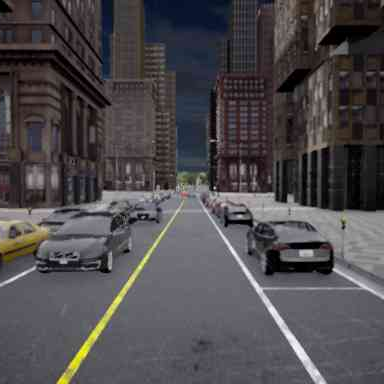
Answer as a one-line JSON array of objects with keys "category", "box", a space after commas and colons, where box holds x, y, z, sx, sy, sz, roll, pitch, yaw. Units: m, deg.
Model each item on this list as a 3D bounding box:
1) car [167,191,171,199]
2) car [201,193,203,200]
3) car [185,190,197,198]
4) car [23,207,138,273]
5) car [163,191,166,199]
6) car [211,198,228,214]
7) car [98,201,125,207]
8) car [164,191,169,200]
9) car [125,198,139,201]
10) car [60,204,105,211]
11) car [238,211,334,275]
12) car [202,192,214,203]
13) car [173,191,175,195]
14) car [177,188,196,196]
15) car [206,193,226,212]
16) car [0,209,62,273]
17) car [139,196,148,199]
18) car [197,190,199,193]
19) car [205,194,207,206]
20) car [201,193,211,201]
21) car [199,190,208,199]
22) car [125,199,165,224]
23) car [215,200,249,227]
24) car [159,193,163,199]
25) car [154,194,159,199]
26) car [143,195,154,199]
[{"category": "car", "box": [-5.805, 0.900, 71.004, 1.887, 1.381, 4.507, 0, 1, 0]}, {"category": "car", "box": [2.730, 1.192, 48.850, 1.802, 1.307, 4.206, -1, 1, 0]}, {"category": "car", "box": [-0.041, 0.745, 78.949, 1.994, 1.385, 4.181, 0, 1, 0]}, {"category": "car", "box": [-3.100, 1.433, 10.468, 1.837, 1.490, 4.892, 0, 0, 0]}, {"category": "car", "box": [-5.798, 1.079, 54.212, 1.752, 1.417, 4.829, -1, 1, 0]}, {"category": "car", "box": [2.740, 1.391, 26.688, 1.802, 1.307, 4.206, -1, 0, 0]}, {"category": "car", "box": [-5.783, 1.378, 20.966, 1.752, 1.417, 4.829, -1, 0, 0]}, {"category": "car", "box": [-5.800, 1.056, 59.924, 1.947, 1.339, 4.313, -1, 1, 0]}, {"category": "car", "box": [-5.785, 1.375, 26.677, 1.947, 1.339, 4.313, -1, 0, 0]}, {"category": "car", "box": [-5.780, 1.458, 15.595, 1.947, 1.339, 4.313, -1, 0, 0]}, {"category": "car", "box": [2.748, 1.497, 10.067, 1.947, 1.339, 4.313, -1, 0, 0]}, {"category": "car", "box": [2.732, 1.105, 43.308, 1.967, 1.590, 4.097, -1, 1, 0]}, {"category": "car", "box": [-5.809, 0.600, 76.541, 2.192, 1.841, 5.009, 0, 1, 0]}, {"category": "car", "box": [-1.649, 0.311, 92.989, 2.097, 1.767, 4.553, -1, 1, -26]}, {"category": "car", "box": [2.736, 1.204, 32.227, 1.967, 1.590, 4.097, -1, 0, 0]}, {"category": "car", "box": [-5.778, 1.458, 9.884, 1.752, 1.417, 4.829, -1, 0, 0]}, {"category": "car", "box": [-5.788, 1.331, 32.218, 1.947, 1.339, 4.313, -1, 0, 0]}, {"category": "car", "box": [2.718, 0.829, 76.550, 1.887, 1.381, 4.507, 0, 1, 0]}, {"category": "car", "box": [2.735, 1.240, 37.938, 1.752, 1.417, 4.829, -1, 1, 0]}, {"category": "car", "box": [2.723, 0.968, 65.471, 1.887, 1.381, 4.507, 0, 1, 0]}, {"category": "car", "box": [2.726, 0.866, 54.387, 2.192, 1.841, 5.009, -1, 1, 0]}, {"category": "car", "box": [-3.093, 1.400, 23.104, 1.994, 1.385, 4.181, 0, 0, 0]}, {"category": "car", "box": [2.743, 1.417, 21.147, 1.947, 1.339, 4.313, -1, 0, 0]}, {"category": "car", "box": [-5.795, 1.192, 48.842, 1.802, 1.307, 4.206, -1, 1, 0]}, {"category": "car", "box": [-5.794, 1.106, 43.299, 1.967, 1.590, 4.097, -1, 1, 0]}, {"category": "car", "box": [-5.790, 1.299, 37.760, 1.802, 1.307, 4.206, -1, 0, 0]}]
